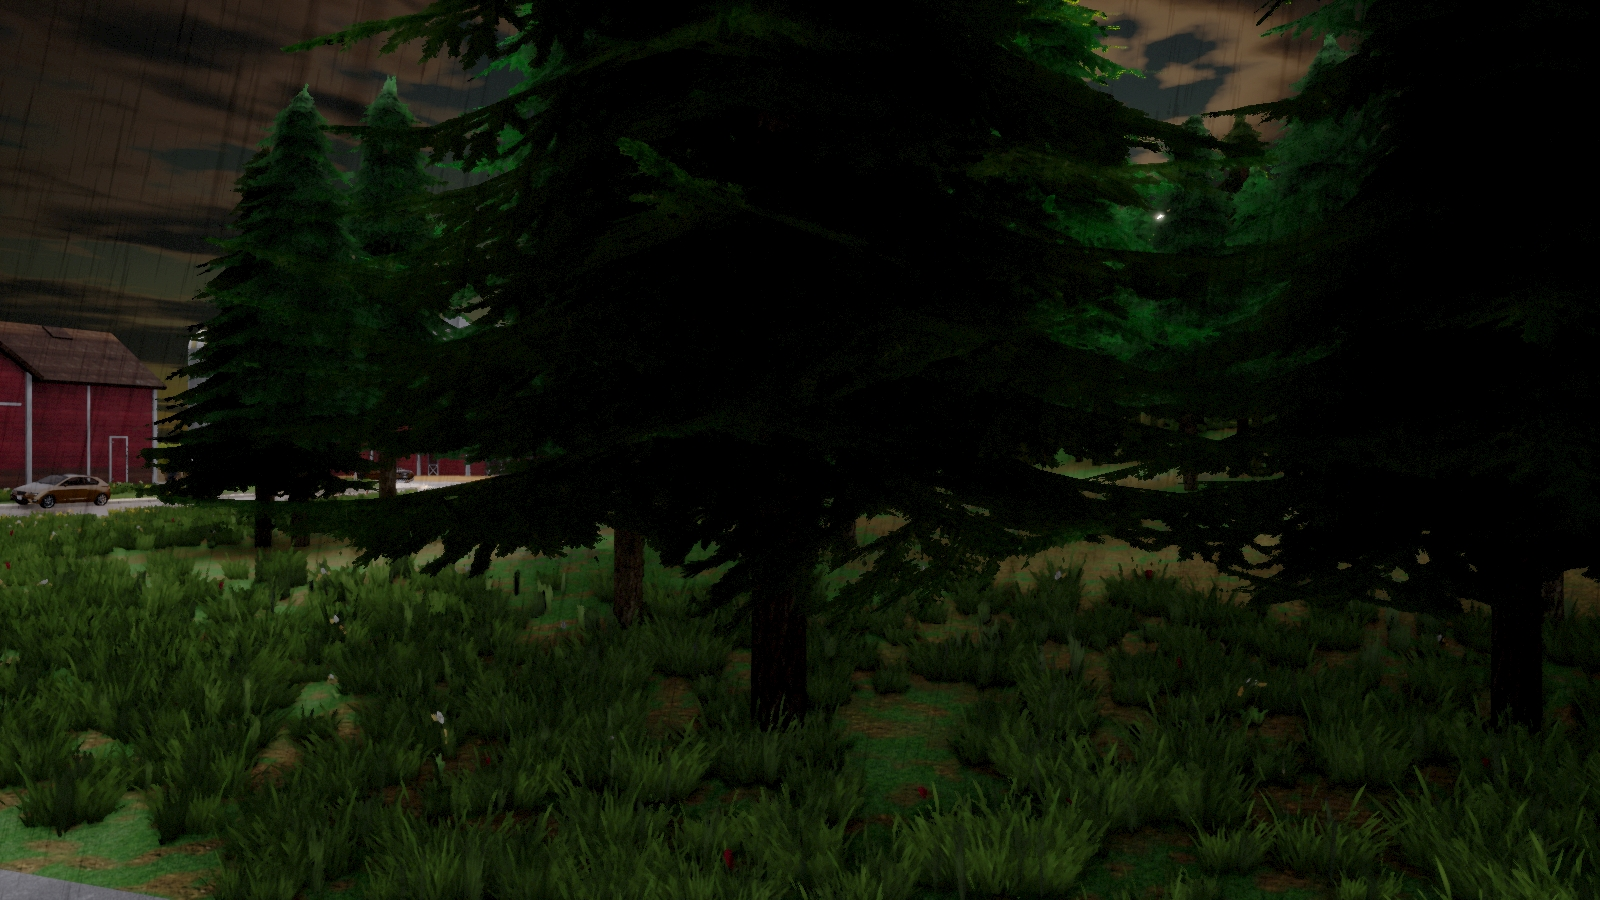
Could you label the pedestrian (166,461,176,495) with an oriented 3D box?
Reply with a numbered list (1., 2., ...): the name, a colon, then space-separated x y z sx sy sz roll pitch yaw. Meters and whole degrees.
1. pedestrian: -34.622 1.545 62.888 0.375 1.860 0.375 0 0 5
